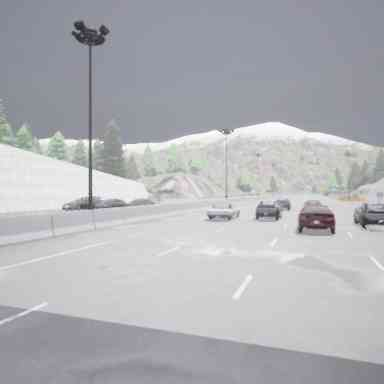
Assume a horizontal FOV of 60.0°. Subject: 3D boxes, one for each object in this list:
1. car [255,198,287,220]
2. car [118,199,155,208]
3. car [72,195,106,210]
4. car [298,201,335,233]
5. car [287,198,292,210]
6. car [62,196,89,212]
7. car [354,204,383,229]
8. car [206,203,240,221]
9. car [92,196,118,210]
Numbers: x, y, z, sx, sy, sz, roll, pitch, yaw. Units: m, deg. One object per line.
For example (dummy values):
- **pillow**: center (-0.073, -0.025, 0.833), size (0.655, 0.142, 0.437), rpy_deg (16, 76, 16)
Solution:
- **car**: center (6.515, 1.484, 27.889), size (2.128, 1.511, 4.902), rpy_deg (0, 0, 19)
- **car**: center (-5.655, 1.501, 35.959), size (1.837, 1.490, 4.892), rpy_deg (0, -1, 20)
- **car**: center (-13.690, 1.345, 44.600), size (2.097, 1.767, 4.553), rpy_deg (0, 0, 20)
- **car**: center (7.308, 1.472, 19.614), size (1.882, 1.535, 5.008), rpy_deg (0, -1, 19)
- **car**: center (11.464, 1.479, 41.923), size (2.128, 1.511, 4.902), rpy_deg (0, 0, 19)
- **car**: center (-12.508, 1.489, 37.584), size (2.128, 1.511, 4.902), rpy_deg (0, 0, 20)
- **car**: center (11.609, 1.483, 21.285), size (2.128, 1.511, 4.902), rpy_deg (0, 0, 19)
- **car**: center (2.734, 1.594, 27.687), size (1.895, 1.301, 4.718), rpy_deg (0, 0, 19)
- **car**: center (-8.963, 1.502, 37.102), size (1.837, 1.490, 4.892), rpy_deg (0, -1, 20)
